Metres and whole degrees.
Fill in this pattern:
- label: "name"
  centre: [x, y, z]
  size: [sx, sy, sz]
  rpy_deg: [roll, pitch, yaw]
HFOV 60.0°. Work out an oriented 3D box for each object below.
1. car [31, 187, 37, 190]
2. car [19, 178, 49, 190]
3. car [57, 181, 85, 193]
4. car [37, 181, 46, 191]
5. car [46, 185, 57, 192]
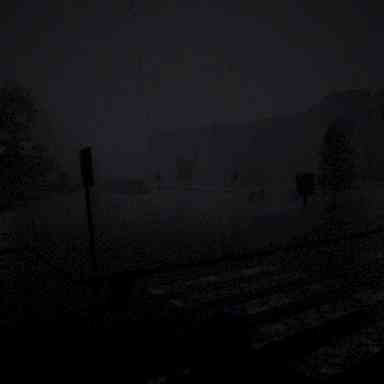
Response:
- label: "car"
  centre: [-25.374, -1.163, 57.148]
  size: [2.097, 1.535, 5.008]
  rpy_deg: [0, 6, 15]
- label: "car"
  centre: [-27.822, -1.392, 58.772]
  size: [2.185, 1.767, 4.553]
  rpy_deg: [0, 6, 15]
- label: "car"
  centre: [-18.179, -0.779, 51.966]
  size: [2.163, 1.488, 4.792]
  rpy_deg: [0, 7, 17]
- label: "car"
  centre: [-22.963, -1.009, 55.453]
  size: [2.002, 1.452, 4.674]
  rpy_deg: [0, 6, 16]
- label: "car"
  centre: [-20.553, -0.933, 53.739]
  size: [2.231, 1.521, 4.892]
  rpy_deg: [1, 7, 16]
